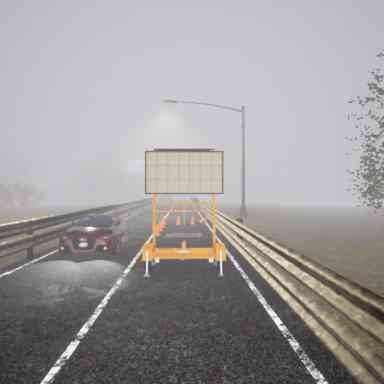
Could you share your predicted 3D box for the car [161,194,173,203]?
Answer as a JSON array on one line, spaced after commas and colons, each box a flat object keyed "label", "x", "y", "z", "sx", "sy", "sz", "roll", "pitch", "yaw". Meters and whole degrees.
[{"label": "car", "x": -4.871, "y": 1.247, "z": 65.495, "sx": 2.150, "sy": 2.045, "sz": 5.566, "roll": 0, "pitch": 0, "yaw": -1}]

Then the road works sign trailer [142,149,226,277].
[{"label": "road works sign trailer", "x": -0.238, "y": 0.468, "z": 10.300, "sx": 2.380, "sy": 3.560, "sz": 2.880, "roll": 0, "pitch": 0, "yaw": -1}]

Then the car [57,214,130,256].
[{"label": "car", "x": -3.669, "y": 1.569, "z": 13.087, "sx": 1.994, "sy": 1.385, "sz": 4.181, "roll": 0, "pitch": 0, "yaw": -1}]
